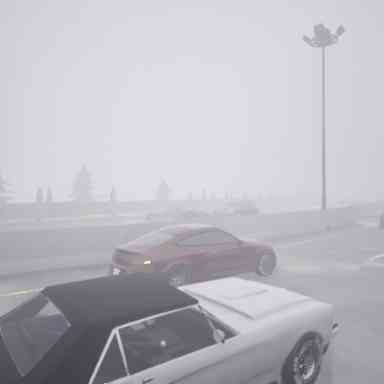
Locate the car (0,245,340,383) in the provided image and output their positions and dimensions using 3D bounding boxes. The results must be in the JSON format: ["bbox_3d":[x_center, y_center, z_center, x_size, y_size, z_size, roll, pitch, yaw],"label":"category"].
[{"bbox_3d":[-0.454,1.613,3.579,4.718,1.301,1.895,0,0,-37],"label":"car"}]

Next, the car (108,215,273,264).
[{"bbox_3d":[0.193,1.548,8.561,4.674,1.442,1.812,0,0,-38],"label":"car"}]

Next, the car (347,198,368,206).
[{"bbox_3d":[25.091,1.642,49.879,1.895,1.301,4.718,0,0,35],"label":"car"}]

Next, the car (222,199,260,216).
[{"bbox_3d":[3.495,1.408,26.296,2.097,1.767,4.553,0,0,42],"label":"car"}]

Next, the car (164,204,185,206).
[{"bbox_3d":[-1.575,1.637,26.024,1.994,1.385,4.181,0,0,44],"label":"car"}]

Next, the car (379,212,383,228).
[{"bbox_3d":[13.386,1.536,21.350,1.812,1.442,4.674,0,0,41],"label":"car"}]

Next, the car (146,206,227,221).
[{"bbox_3d":[-0.419,1.611,17.487,4.181,1.385,1.994,0,0,-43],"label":"car"}]

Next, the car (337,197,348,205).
[{"bbox_3d":[26.978,1.619,58.815,1.994,1.385,4.181,0,0,35],"label":"car"}]

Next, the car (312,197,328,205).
[{"bbox_3d":[22.783,1.567,58.893,2.128,1.511,4.902,0,0,35],"label":"car"}]
